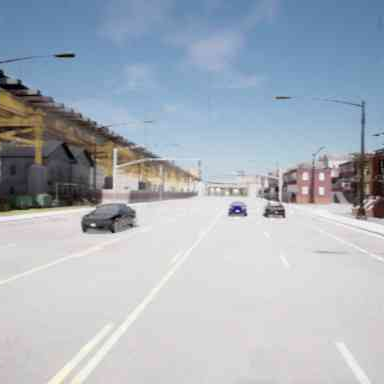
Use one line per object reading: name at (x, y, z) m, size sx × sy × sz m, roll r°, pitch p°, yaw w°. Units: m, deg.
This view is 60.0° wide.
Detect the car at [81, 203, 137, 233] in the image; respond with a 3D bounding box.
car at (-4.678, 1.421, 19.379) m, size 1.882 × 1.535 × 5.008 m, roll 1°, pitch 0°, yaw 8°

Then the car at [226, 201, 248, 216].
car at (4.645, 1.660, 33.912) m, size 1.812 × 1.442 × 4.674 m, roll 1°, pitch 0°, yaw 8°

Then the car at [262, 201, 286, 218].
car at (8.044, 1.686, 32.934) m, size 2.128 × 1.511 × 4.902 m, roll 1°, pitch 0°, yaw 7°
